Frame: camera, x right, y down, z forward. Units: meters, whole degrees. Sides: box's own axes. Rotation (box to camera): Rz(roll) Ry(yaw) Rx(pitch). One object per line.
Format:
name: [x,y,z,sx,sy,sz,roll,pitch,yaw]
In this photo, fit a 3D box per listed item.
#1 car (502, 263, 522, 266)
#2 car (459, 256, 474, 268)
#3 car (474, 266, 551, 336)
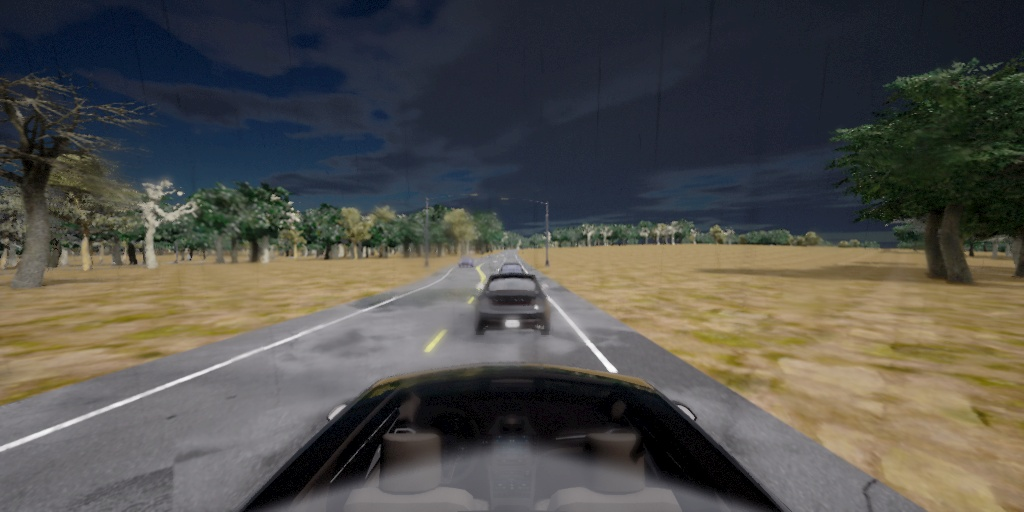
car: [-0.003,1.187,24.780,2.033,1.411,5.357,0,0,0]
car: [-6.710,0.802,52.936,2.097,1.767,4.553,0,1,-4]
car: [0.029,1.214,10.250,1.837,1.490,4.892,0,0,1]
